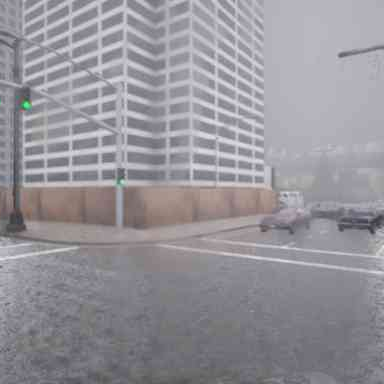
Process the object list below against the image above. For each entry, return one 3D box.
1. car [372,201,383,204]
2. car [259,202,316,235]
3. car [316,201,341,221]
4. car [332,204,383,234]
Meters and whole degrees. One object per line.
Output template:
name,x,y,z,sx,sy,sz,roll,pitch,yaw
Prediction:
car,15.915,1.530,28.028,1.812,1.442,4.674,0,0,35
car,5.528,1.539,19.381,1.812,1.442,4.674,0,0,34
car,11.170,1.490,27.397,1.882,1.535,5.008,0,0,36
car,9.926,1.606,19.577,1.895,1.301,4.718,0,0,35
